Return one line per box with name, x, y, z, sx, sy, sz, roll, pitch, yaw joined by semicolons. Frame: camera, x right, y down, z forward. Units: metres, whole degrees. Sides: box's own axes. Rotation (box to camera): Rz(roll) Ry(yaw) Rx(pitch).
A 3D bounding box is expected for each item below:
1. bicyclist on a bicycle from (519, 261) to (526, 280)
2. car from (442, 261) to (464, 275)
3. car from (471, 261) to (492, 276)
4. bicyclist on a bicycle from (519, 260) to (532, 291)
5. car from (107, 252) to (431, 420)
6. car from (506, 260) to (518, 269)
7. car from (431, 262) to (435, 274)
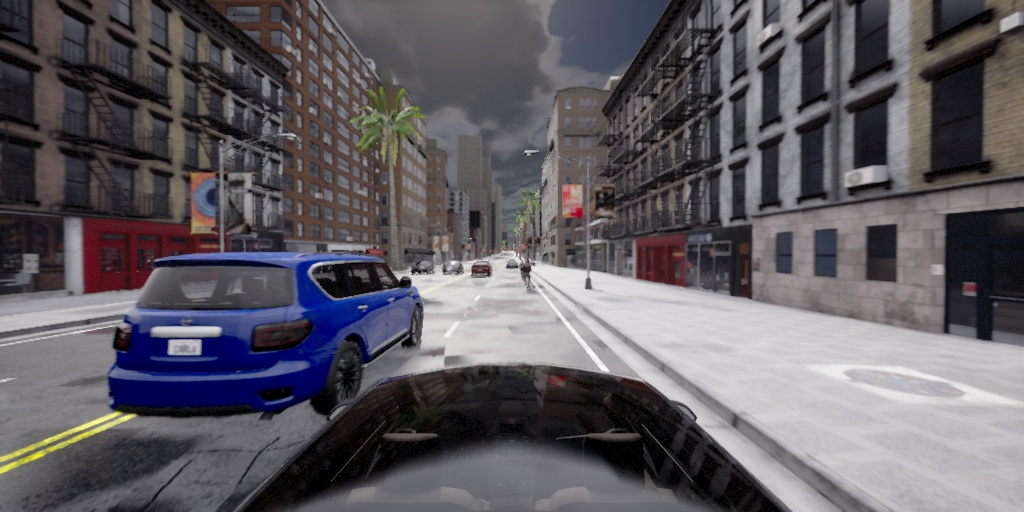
bicyclist on a bicycle;0.886;1.214;30.690;0.582;1.620;1.656;0;0;0
car;-6.596;1.270;40.203;2.128;1.511;4.902;0;0;0
car;-3.160;1.251;38.045;1.882;1.535;5.008;0;0;0
bicyclist on a bicycle;0.888;1.123;21.208;0.659;1.776;1.843;0;0;0
car;-3.151;0.970;6.136;2.150;2.045;5.566;0;0;0
car;0.043;1.398;59.155;1.994;1.385;4.181;0;0;1
car;-9.846;1.283;39.950;1.837;1.490;4.892;0;0;0
